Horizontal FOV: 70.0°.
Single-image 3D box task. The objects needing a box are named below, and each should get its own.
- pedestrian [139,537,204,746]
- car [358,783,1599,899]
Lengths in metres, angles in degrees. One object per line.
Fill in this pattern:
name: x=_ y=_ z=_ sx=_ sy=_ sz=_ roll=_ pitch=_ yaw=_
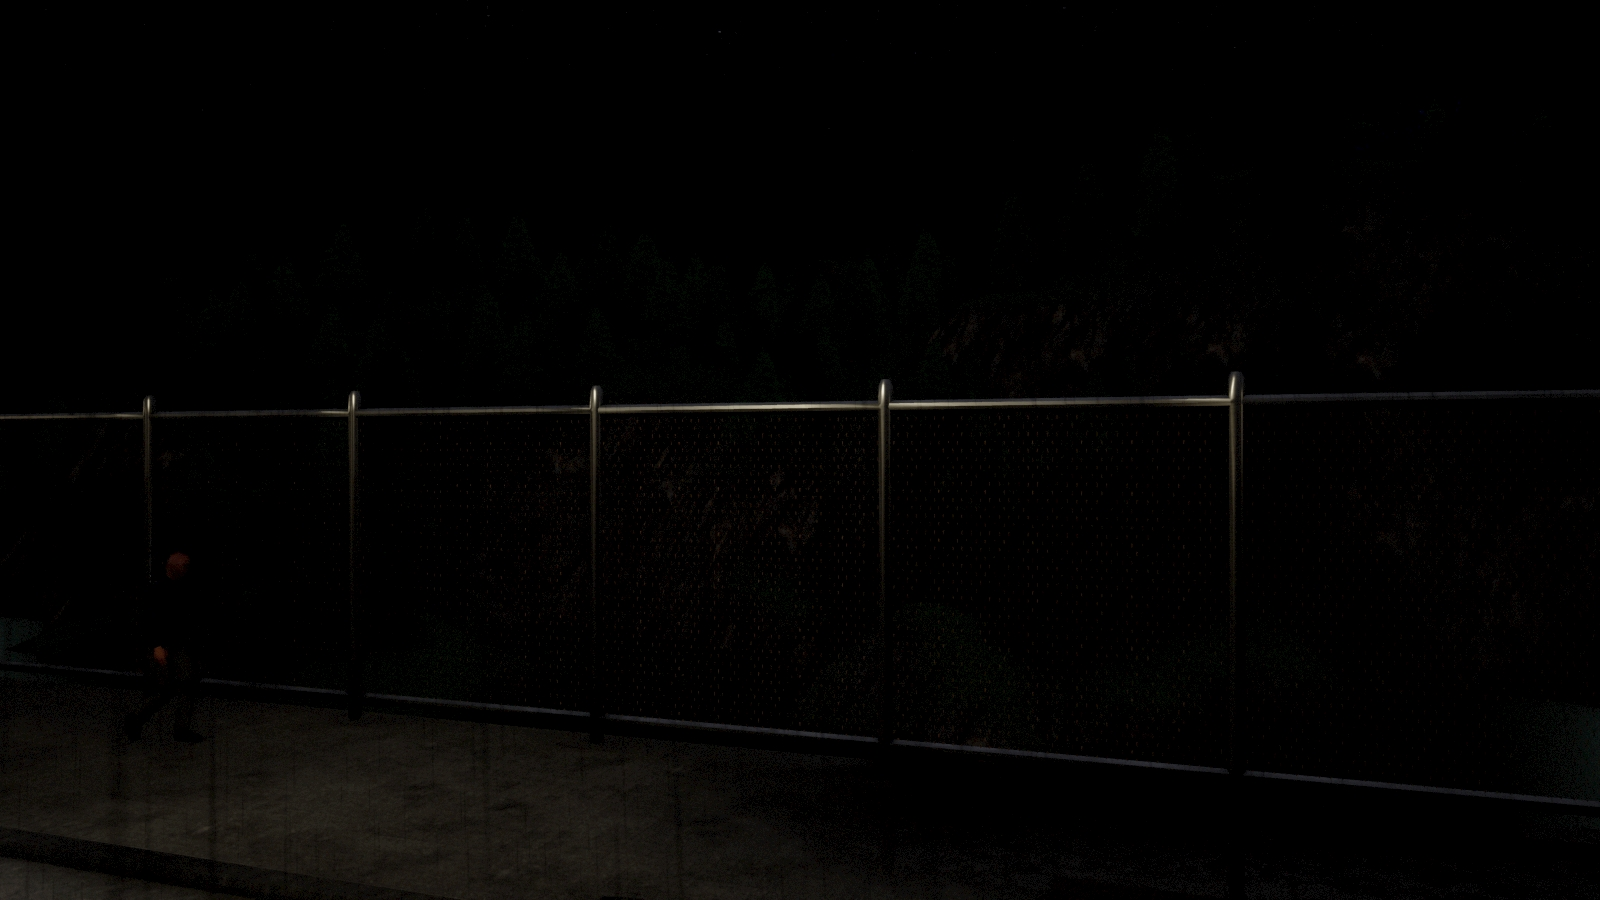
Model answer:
pedestrian: x=-5.800 y=1.748 z=10.553 sx=0.375 sy=1.860 sz=0.375 roll=0 pitch=0 yaw=11
car: x=0.905 y=2.155 z=3.480 sx=4.718 sy=1.301 sz=1.895 roll=0 pitch=0 yaw=20
